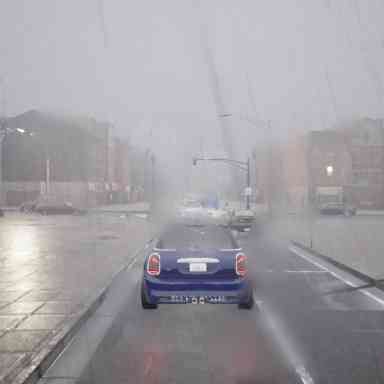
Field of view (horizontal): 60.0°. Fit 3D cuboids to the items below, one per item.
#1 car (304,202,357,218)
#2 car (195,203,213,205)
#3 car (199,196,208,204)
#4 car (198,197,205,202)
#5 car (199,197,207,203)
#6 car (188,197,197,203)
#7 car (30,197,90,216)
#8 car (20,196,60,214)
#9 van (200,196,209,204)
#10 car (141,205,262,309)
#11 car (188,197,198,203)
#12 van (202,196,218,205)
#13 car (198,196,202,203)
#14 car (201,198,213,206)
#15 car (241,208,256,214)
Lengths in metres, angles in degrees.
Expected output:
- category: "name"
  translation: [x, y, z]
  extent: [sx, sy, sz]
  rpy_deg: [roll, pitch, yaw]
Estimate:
- category: "car"
  translation: [13.708, 1.722, 33.025]
  extent: [4.902, 1.511, 2.128]
  rpy_deg: [1, 1, 0]
- category: "car"
  translation: [0.147, 1.546, 17.831]
  extent: [1.812, 1.442, 4.674]
  rpy_deg: [0, 0, 1]
- category: "car"
  translation: [2.696, 1.824, 76.783]
  extent: [1.967, 1.590, 4.097]
  rpy_deg: [-1, -1, 0]
- category: "car"
  translation: [2.715, 2.138, 92.651]
  extent: [1.802, 1.307, 4.206]
  rpy_deg: [-2, -1, 0]
- category: "car"
  translation: [2.704, 1.982, 82.072]
  extent: [1.887, 1.381, 4.507]
  rpy_deg: [-1, -1, 0]
- category: "car"
  translation: [0.089, 2.003, 85.890]
  extent: [2.128, 1.511, 4.902]
  rpy_deg: [0, -1, 0]
- category: "car"
  translation: [-11.688, 1.458, 30.150]
  extent: [4.674, 1.442, 1.812]
  rpy_deg: [1, 1, 2]
- category: "car"
  translation: [-14.549, 1.207, 33.101]
  extent: [4.553, 1.767, 2.097]
  rpy_deg: [1, 1, 0]
- category: "van"
  translation: [2.689, 1.674, 71.494]
  extent: [1.690, 1.788, 3.998]
  rpy_deg: [-1, -1, 0]
- category: "car"
  translation: [0.106, 1.355, 8.011]
  extent: [2.097, 1.767, 4.553]
  rpy_deg: [0, 0, 0]
- category: "car"
  translation: [0.081, 1.970, 75.923]
  extent: [1.895, 1.301, 4.718]
  rpy_deg: [0, -1, 0]
- category: "van"
  translation: [2.665, 1.474, 45.042]
  extent: [1.690, 1.788, 3.998]
  rpy_deg: [-1, 0, 0]
- category: "car"
  translation: [2.674, 1.516, 55.624]
  extent: [2.192, 1.841, 5.009]
  rpy_deg: [-1, 0, 0]
- category: "car"
  translation: [2.684, 1.793, 60.911]
  extent: [2.008, 1.369, 4.403]
  rpy_deg: [-1, -1, 0]
- category: "car"
  translation: [2.644, 1.572, 18.083]
  extent: [2.008, 1.369, 4.403]
  rpy_deg: [-1, 0, 0]
